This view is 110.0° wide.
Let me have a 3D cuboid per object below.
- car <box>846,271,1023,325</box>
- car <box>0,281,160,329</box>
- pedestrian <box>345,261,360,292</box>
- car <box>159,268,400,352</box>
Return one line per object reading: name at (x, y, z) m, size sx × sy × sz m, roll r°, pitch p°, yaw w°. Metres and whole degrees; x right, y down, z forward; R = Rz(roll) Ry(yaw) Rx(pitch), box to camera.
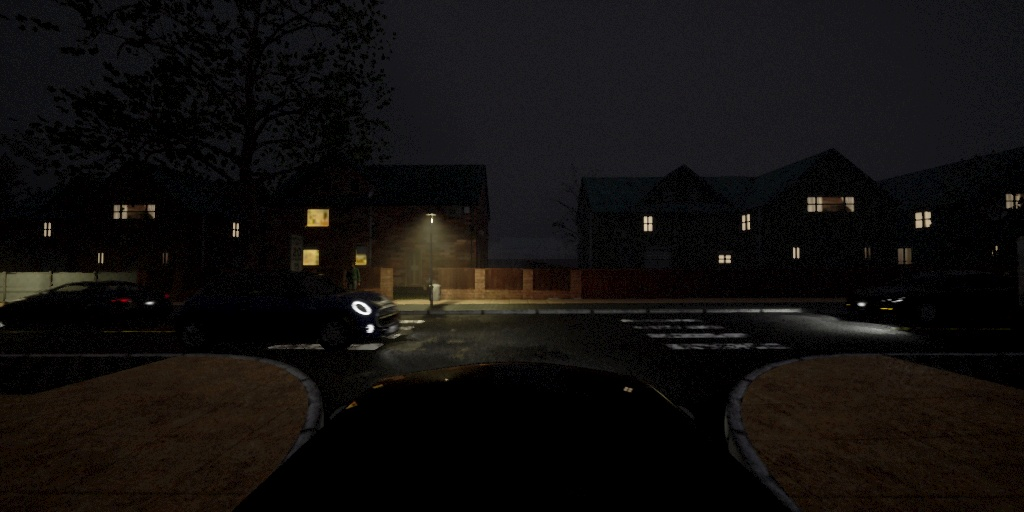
car at (13.183, 1.224, 10.966) m, size 4.892 × 1.490 × 1.837 m, roll 0°, pitch -1°, yaw 2°
car at (-13.834, 1.536, 11.773) m, size 4.181 × 1.385 × 1.994 m, roll -1°, pitch -1°, yaw 2°
pedestrian at (-6.466, 1.112, 14.473) m, size 0.375 × 1.860 × 0.375 m, roll 0°, pitch -1°, yaw 2°
car at (-5.086, 1.159, 8.566) m, size 4.553 × 1.767 × 2.097 m, roll -1°, pitch -1°, yaw 2°
